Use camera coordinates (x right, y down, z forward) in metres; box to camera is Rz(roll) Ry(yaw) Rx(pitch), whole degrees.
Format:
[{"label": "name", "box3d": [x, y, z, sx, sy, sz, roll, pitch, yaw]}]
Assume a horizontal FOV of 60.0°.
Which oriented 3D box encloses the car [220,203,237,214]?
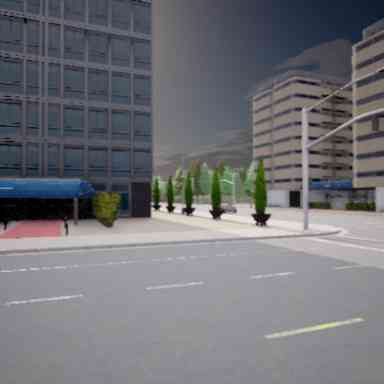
[{"label": "car", "box3d": [4.470, 2.192, 45.761, 1.812, 1.442, 4.674, 0, -1, -21]}]
